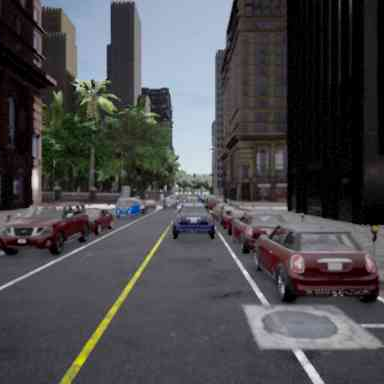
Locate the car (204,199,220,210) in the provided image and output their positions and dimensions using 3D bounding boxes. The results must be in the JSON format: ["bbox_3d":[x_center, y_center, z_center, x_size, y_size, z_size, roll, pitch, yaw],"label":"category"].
[{"bbox_3d":[2.756,1.703,46.324,1.947,1.339,4.313,0,0,0],"label":"car"}]

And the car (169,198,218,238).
[{"bbox_3d":[0.096,1.406,18.166,2.097,1.767,4.553,0,0,0],"label":"car"}]

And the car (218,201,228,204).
[{"bbox_3d":[2.757,1.624,24.623,2.008,1.369,4.403,0,0,0],"label":"car"}]

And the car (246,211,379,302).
[{"bbox_3d":[2.758,1.464,8.349,1.967,1.590,4.097,0,0,0],"label":"car"}]

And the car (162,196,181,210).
[{"bbox_3d":[-3.012,1.630,46.475,2.128,1.511,4.902,0,0,0],"label":"car"}]

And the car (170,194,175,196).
[{"bbox_3d":[-5.772,1.769,78.201,2.008,1.369,4.403,0,0,0],"label":"car"}]

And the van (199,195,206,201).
[{"bbox_3d":[2.752,1.584,89.023,1.690,1.788,3.998,0,0,0],"label":"van"}]

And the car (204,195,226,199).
[{"bbox_3d":[2.755,1.421,35.475,2.192,1.841,5.009,0,0,0],"label":"car"}]

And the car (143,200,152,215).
[{"bbox_3d":[-5.770,1.546,35.489,1.967,1.590,4.097,0,0,0],"label":"car"}]

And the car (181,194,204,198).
[{"bbox_3d":[0.097,1.466,38.284,2.097,1.767,4.553,0,0,0],"label":"car"}]

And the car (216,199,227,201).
[{"bbox_3d":[2.757,1.616,30.219,1.752,1.417,4.829,0,0,0],"label":"car"}]

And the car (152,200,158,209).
[{"bbox_3d":[-5.770,1.719,46.342,1.802,1.307,4.206,0,0,0],"label":"car"}]

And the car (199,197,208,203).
[{"bbox_3d":[2.753,1.784,78.181,1.947,1.339,4.313,0,0,0],"label":"car"}]

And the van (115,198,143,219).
[{"bbox_3d":[-5.770,1.431,30.064,1.690,1.788,3.998,0,0,0],"label":"van"}]

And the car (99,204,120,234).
[{"bbox_3d":[-5.768,1.601,19.211,1.887,1.381,4.507,0,0,0],"label":"car"}]

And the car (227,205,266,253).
[{"bbox_3d":[2.757,1.480,13.774,1.967,1.590,4.097,0,0,0],"label":"car"}]

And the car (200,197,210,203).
[{"bbox_3d":[2.754,1.771,72.761,1.947,1.339,4.313,0,0,0],"label":"car"}]

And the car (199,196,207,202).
[{"bbox_3d":[2.753,1.757,83.772,1.752,1.417,4.829,0,0,0],"label":"car"}]

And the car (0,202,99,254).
[{"bbox_3d":[-5.768,1.354,13.786,2.192,1.841,5.009,0,0,0],"label":"car"}]

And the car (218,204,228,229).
[{"bbox_3d":[2.756,1.601,19.199,1.887,1.381,4.507,0,0,0],"label":"car"}]
